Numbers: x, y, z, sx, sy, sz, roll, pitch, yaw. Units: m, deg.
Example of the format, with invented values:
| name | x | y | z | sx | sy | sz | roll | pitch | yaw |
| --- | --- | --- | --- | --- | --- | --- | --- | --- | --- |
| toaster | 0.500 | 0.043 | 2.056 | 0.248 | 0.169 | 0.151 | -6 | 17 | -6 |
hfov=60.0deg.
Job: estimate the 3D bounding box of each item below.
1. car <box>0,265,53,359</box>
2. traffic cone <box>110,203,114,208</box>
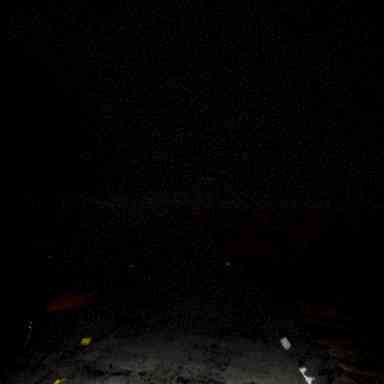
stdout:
| name | x | y | z | sx | sy | sz | roll | pitch | yaw |
| --- | --- | --- | --- | --- | --- | --- | --- | --- | --- |
| car | -3.211 | 1.562 | 3.335 | 2.033 | 1.411 | 5.357 | 0 | 0 | -2 |
| traffic cone | -12.274 | 2.180 | 51.673 | 0.340 | 0.580 | 0.340 | 0 | 0 | -17 |
